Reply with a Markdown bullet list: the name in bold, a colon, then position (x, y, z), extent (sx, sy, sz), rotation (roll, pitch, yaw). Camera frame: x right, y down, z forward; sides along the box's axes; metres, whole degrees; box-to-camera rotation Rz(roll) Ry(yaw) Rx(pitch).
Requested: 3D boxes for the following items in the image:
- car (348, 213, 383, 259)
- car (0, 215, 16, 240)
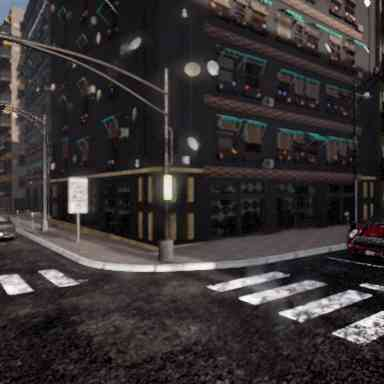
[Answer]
- **car**: position (7.300, 1.420, 11.768), extent (4.097, 1.590, 1.967), rotation (0, 0, -36)
- **car**: position (-10.851, 1.925, 18.322), extent (2.008, 1.369, 4.403), rotation (-2, 0, -36)
